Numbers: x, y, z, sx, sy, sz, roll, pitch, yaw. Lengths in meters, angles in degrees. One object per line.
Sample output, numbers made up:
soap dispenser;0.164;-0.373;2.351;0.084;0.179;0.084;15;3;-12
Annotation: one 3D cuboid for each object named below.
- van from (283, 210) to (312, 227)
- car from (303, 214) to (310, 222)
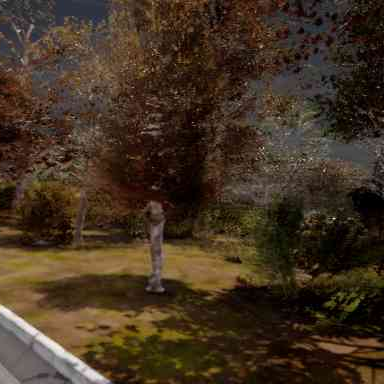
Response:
van;13.818;3.379;43.275;1.878;1.987;4.442;0;-2;43
car;15.790;3.598;41.323;1.946;1.575;5.366;0;-2;43
